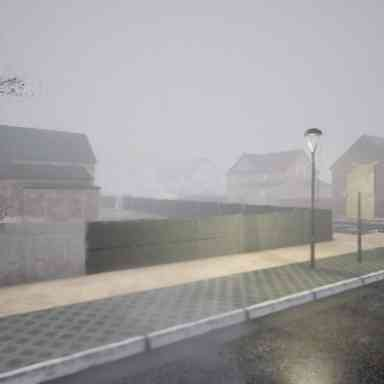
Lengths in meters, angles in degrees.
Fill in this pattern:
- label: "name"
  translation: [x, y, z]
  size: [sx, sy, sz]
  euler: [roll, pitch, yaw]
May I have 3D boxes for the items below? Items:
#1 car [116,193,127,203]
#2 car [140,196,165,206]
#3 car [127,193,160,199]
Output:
- label: "car"
  translation: [-11.693, 0.969, 57.662]
  size: [2.097, 1.767, 4.553]
  euler: [0, 0, -34]
- label: "car"
  translation: [-5.831, 1.290, 49.131]
  size: [1.994, 1.385, 4.181]
  euler: [0, 0, -34]
- label: "car"
  translation: [-6.488, 1.234, 45.011]
  size: [2.128, 1.511, 4.902]
  euler: [0, 0, -34]
